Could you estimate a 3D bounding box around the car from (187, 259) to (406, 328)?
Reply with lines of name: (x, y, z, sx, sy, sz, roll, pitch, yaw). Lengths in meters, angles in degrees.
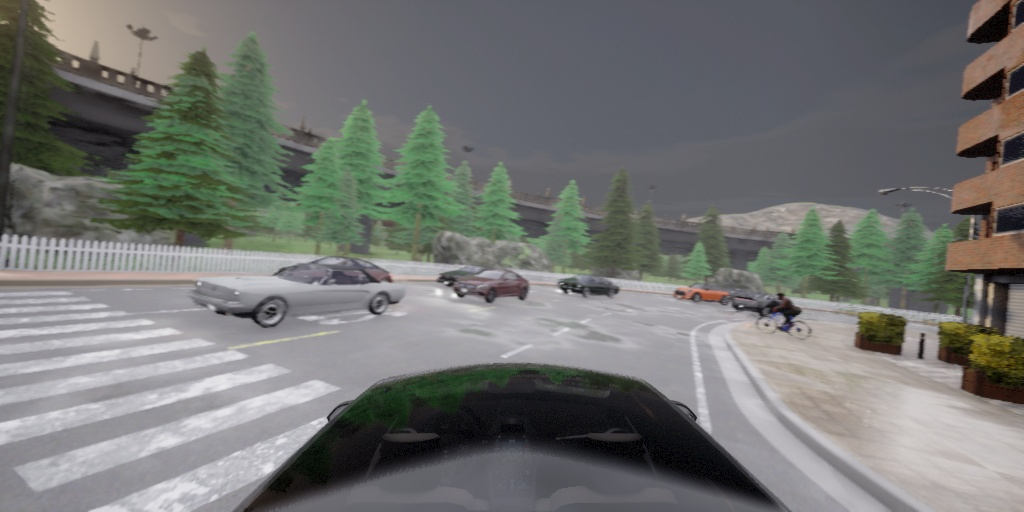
car: (-5.013, 0.849, 9.147, 1.895, 1.301, 4.718, 6, -1, 26)

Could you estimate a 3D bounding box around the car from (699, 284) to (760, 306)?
car: (21.880, 3.930, 36.165, 4.902, 1.511, 2.128, 6, -1, -7)

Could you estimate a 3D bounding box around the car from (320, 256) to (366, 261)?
car: (-6.530, 0.697, 13.541, 1.994, 1.385, 4.181, 6, -1, 28)

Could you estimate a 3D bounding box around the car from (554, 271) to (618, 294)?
car: (6.248, 2.236, 30.094, 5.357, 1.411, 2.033, 7, -1, -35)

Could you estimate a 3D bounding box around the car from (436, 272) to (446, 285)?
car: (-2.023, 1.253, 21.583, 2.033, 1.411, 5.357, 6, -1, 35)

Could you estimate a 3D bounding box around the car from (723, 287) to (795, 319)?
car: (16.992, 3.270, 24.047, 4.902, 1.511, 2.128, 6, -1, -24)

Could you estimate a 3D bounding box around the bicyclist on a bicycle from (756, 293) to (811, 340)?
bicyclist on a bicycle: (10.229, 2.235, 13.487, 1.656, 1.620, 0.582, 7, 0, 36)

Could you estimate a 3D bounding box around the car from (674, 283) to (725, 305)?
car: (16.542, 3.165, 31.354, 4.553, 1.767, 2.097, 7, -1, -16)

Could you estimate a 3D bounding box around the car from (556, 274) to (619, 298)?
car: (5.413, 2.143, 24.899, 4.718, 1.301, 1.895, 7, -1, -41)

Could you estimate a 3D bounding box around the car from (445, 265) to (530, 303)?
car: (-0.778, 1.315, 16.969, 1.812, 1.442, 4.674, 6, -1, 31)
